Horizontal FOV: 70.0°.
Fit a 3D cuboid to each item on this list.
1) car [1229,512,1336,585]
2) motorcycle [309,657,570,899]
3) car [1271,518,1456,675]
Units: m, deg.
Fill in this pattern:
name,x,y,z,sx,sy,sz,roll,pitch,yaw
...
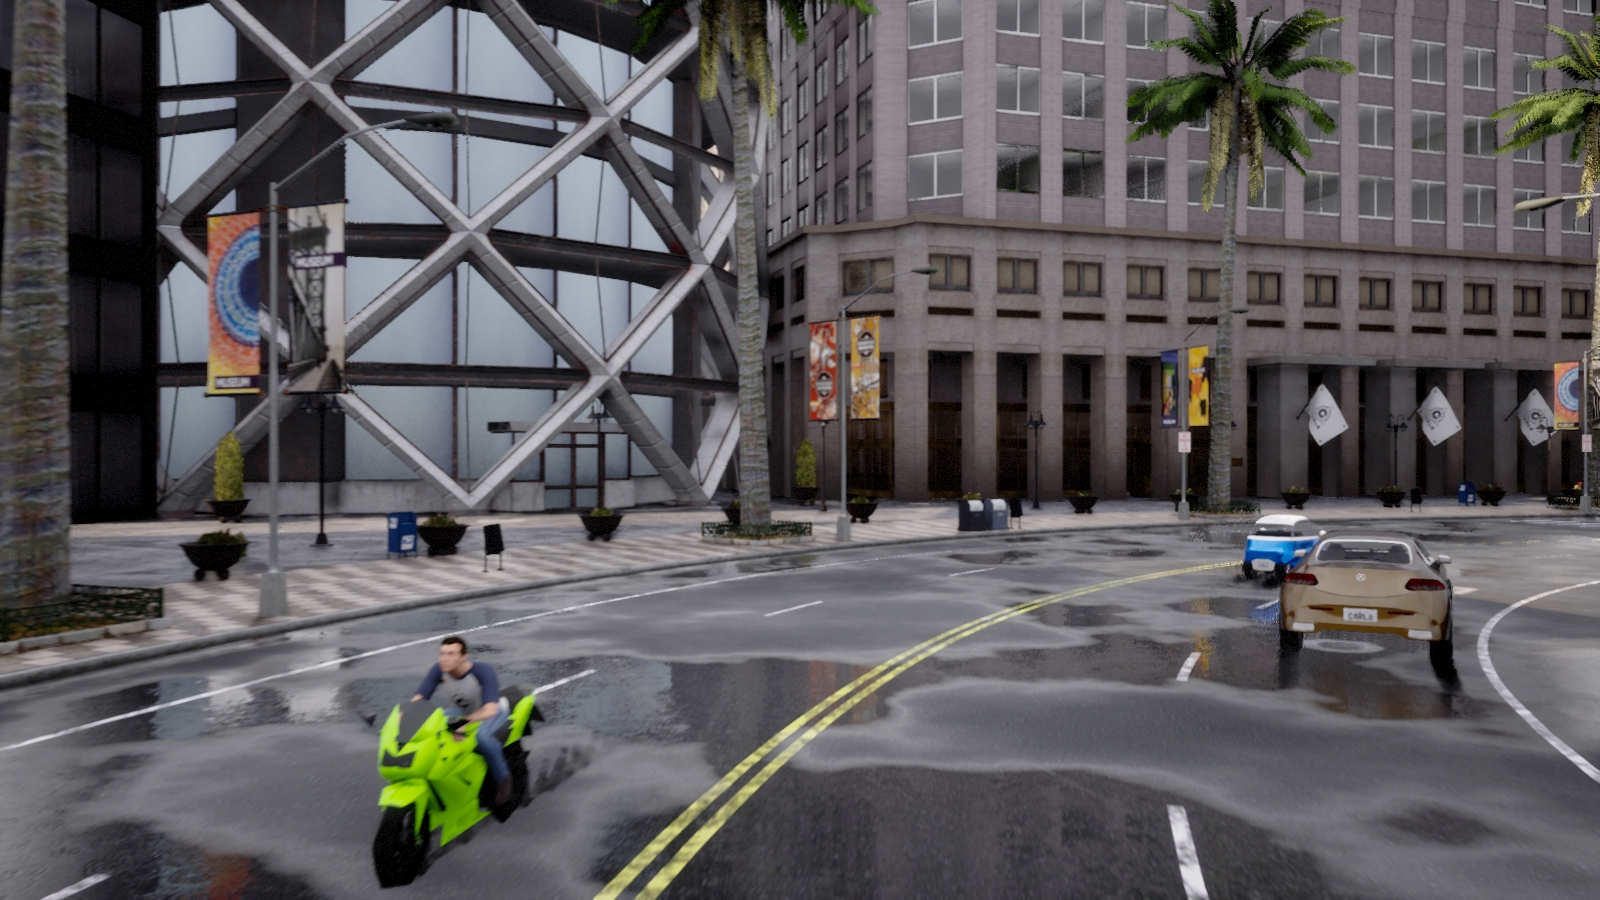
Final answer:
name,x,y,z,sx,sy,sz,roll,pitch,yaw
car,10.651,2.122,25.194,1.481,1.376,2.207,0,0,44
motorcycle,-2.405,2.212,7.958,0.803,1.145,2.033,1,0,13
car,8.477,1.995,17.016,2.152,1.651,5.027,0,0,29
